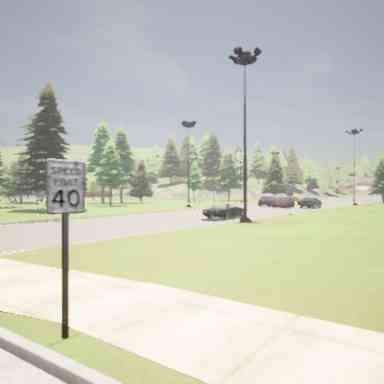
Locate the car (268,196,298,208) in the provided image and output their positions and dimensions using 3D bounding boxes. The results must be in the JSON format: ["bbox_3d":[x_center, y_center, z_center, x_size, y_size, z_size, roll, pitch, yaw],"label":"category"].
[{"bbox_3d":[13.089,1.593,47.699,1.994,1.385,4.181,0,0,38],"label":"car"}]

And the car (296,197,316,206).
[{"bbox_3d":[19.075,1.590,55.642,1.994,1.385,4.181,0,0,37],"label":"car"}]

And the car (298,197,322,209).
[{"bbox_3d":[16.759,1.527,46.701,1.837,1.490,4.892,0,0,37],"label":"car"}]

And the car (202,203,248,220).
[{"bbox_3d":[2.944,1.628,28.458,1.895,1.301,4.718,0,0,37],"label":"car"}]

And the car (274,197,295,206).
[{"bbox_3d":[16.036,1.561,57.427,1.812,1.442,4.674,0,0,37],"label":"car"}]

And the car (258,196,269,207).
[{"bbox_3d":[12.115,1.389,52.181,2.097,1.767,4.553,0,0,38],"label":"car"}]
